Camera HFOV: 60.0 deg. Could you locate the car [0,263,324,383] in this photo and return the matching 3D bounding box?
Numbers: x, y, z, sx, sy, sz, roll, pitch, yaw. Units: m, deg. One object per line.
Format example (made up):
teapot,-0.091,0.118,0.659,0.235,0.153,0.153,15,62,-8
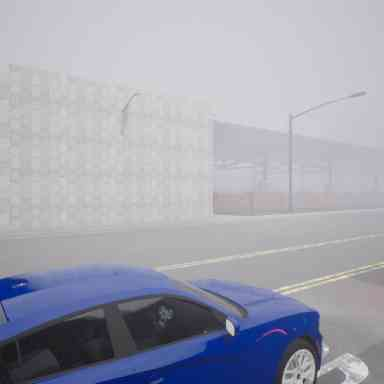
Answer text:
car,-0.743,1.478,3.220,5.008,1.535,1.882,0,0,-36
